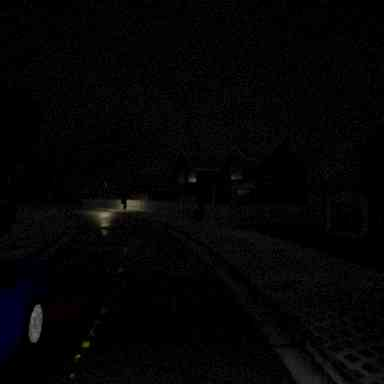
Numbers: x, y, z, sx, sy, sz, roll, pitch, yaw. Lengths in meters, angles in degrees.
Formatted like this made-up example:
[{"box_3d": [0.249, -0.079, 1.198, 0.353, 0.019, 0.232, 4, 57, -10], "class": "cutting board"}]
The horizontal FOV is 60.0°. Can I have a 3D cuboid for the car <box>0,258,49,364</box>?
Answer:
[{"box_3d": [-3.160, 1.519, 3.477, 1.882, 1.535, 5.008, 0, 0, -4], "class": "car"}]

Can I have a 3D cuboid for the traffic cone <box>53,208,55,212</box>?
[{"box_3d": [-18.131, 2.356, 43.820, 0.340, 0.580, 0.340, 0, 0, -35], "class": "traffic cone"}]

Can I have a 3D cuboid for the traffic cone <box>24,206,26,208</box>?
[{"box_3d": [-27.567, 2.464, 54.856, 0.340, 0.580, 0.340, -1, 0, 44], "class": "traffic cone"}]
